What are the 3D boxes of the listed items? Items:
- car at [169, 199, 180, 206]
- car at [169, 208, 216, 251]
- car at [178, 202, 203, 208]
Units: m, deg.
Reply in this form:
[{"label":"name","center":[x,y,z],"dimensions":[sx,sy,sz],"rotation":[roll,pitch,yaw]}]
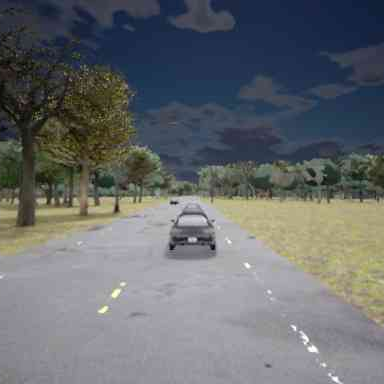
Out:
[{"label":"car","center":[-3.369,1.969,63.849],"dimensions":[1.895,1.301,4.718],"rotation":[0,-1,0]},{"label":"car","center":[0.030,1.603,14.338],"dimensions":[1.812,1.442,4.674],"rotation":[0,-1,0]},{"label":"car","center":[0.062,1.747,29.247],"dimensions":[1.994,1.385,4.181],"rotation":[0,0,0]}]
